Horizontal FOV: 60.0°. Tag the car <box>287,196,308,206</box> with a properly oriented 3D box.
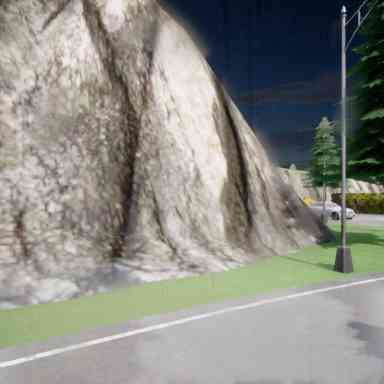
[{"bbox_3d":[18.061,1.480,55.521,5.008,1.535,1.882,0,0,-32],"label":"car"}]

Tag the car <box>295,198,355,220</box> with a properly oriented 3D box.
[{"bbox_3d":[11.332,1.526,27.991,1.812,1.442,4.674,0,0,-28],"label":"car"}]

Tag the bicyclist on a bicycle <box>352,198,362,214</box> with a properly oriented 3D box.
[{"bbox_3d":[16.507,1.453,33.370,1.656,1.620,0.582,0,0,-28],"label":"bicyclist on a bicycle"}]
